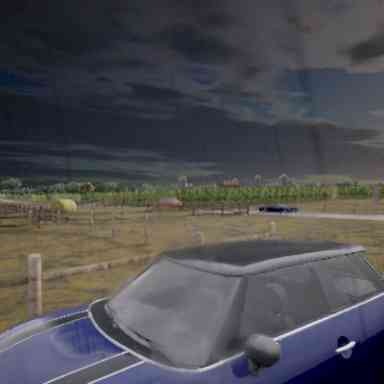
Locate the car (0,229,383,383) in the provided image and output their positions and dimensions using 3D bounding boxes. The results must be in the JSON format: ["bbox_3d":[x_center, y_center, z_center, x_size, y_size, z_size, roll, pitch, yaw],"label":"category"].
[{"bbox_3d":[0.253,1.347,3.244,4.553,1.767,2.097,0,0,-35],"label":"car"}]

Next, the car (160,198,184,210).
[{"bbox_3d":[-3.686,2.076,59.059,2.150,2.045,5.566,0,-1,-35],"label":"car"}]

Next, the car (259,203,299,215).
[{"bbox_3d":[10.284,1.980,39.502,1.895,1.301,4.718,0,-1,-36],"label":"car"}]
